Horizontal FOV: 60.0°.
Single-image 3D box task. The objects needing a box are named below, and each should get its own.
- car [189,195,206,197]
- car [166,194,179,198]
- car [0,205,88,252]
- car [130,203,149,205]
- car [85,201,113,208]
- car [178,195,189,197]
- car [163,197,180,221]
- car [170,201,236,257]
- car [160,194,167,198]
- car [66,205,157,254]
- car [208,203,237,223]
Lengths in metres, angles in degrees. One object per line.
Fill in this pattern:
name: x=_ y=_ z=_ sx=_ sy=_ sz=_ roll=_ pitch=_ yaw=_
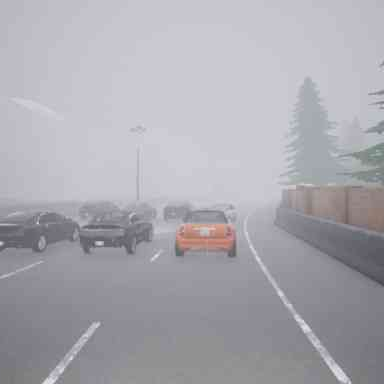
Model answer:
car: x=2.108 y=1.489 z=83.976 sx=2.033 sy=1.411 sz=5.357 roll=0 pitch=0 yaw=30
car: x=-3.851 y=1.465 z=87.650 sx=2.128 sy=1.511 sz=4.902 roll=0 pitch=0 yaw=30
car: x=-6.337 y=1.516 z=13.810 sx=1.837 sy=1.490 sz=4.892 roll=0 pitch=0 yaw=5
car: x=-4.352 y=1.572 z=27.846 sx=1.994 sy=1.385 sz=4.181 roll=0 pitch=0 yaw=11
car: x=-7.791 y=1.516 z=28.498 sx=1.837 sy=1.490 sz=4.892 roll=0 pitch=0 yaw=11
car: x=-0.887 y=1.540 z=85.787 sx=1.895 sy=1.301 sz=4.718 roll=0 pitch=0 yaw=30
car: x=-0.914 y=1.484 z=27.195 sx=1.882 sy=1.535 sz=5.008 roll=0 pitch=0 yaw=11
car: x=0.630 y=1.365 z=13.126 sx=2.097 sy=1.767 sz=4.553 roll=0 pitch=0 yaw=5
car: x=-6.815 y=1.291 z=89.512 sx=2.097 sy=1.767 sz=4.553 roll=0 pitch=0 yaw=30
car: x=-2.852 y=1.495 z=13.483 sx=2.128 sy=1.511 sz=4.902 roll=0 pitch=0 yaw=5
car: x=2.531 y=1.616 z=26.573 sx=1.895 sy=1.301 sz=4.718 roll=0 pitch=0 yaw=11
